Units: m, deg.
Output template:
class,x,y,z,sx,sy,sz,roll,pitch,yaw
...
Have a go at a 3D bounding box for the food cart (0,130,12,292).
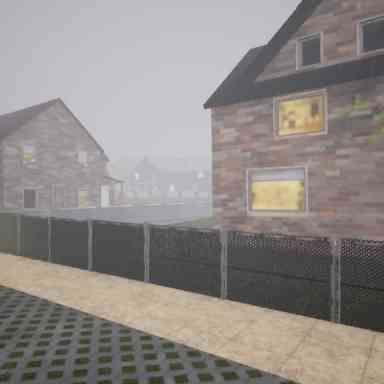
class,x,y,z,sx,sy,sz,roll,pitch,yaw
food cart,-6.655,0.472,7.918,4.660,3.560,2.280,-1,0,35
